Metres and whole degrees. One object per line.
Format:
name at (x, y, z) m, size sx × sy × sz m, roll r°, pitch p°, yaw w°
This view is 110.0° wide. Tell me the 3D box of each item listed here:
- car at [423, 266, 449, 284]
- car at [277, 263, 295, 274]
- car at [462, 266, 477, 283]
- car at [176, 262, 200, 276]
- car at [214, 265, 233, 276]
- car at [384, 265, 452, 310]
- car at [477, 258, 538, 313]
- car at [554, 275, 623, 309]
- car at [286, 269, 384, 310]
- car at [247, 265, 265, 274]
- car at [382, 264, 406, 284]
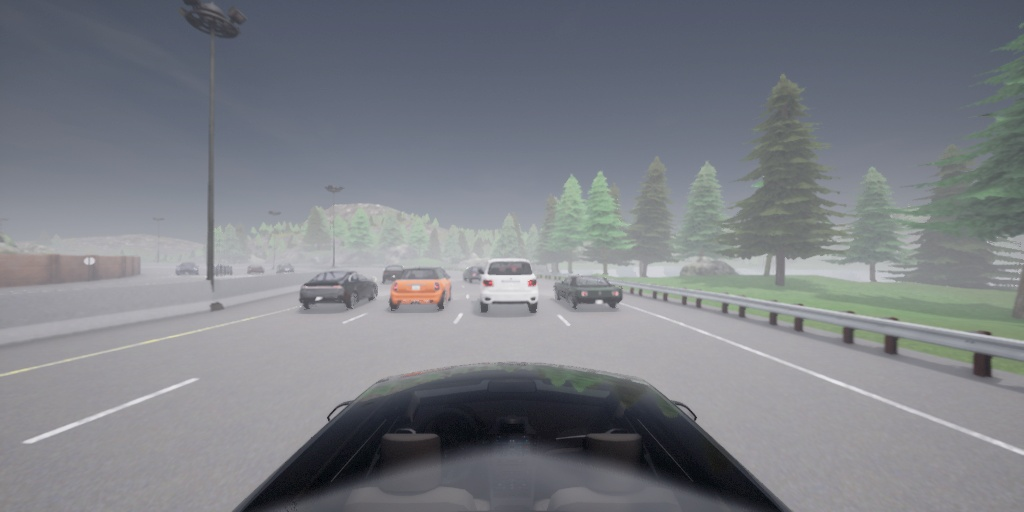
car at (-6.915, 1.648, 32.289) m, size 1.994 × 1.385 × 4.181 m, roll 0°, pitch -1°, yaw -17°
car at (-32.736, 1.788, 51.820) m, size 2.128 × 1.511 × 4.902 m, roll 1°, pitch -1°, yaw -38°
car at (-3.225, 1.631, 32.231) m, size 2.033 × 1.411 × 5.357 m, roll 0°, pitch -1°, yaw -16°
car at (-41.228, 1.580, 45.654) m, size 2.097 × 1.767 × 4.553 m, roll 0°, pitch -1°, yaw -39°
car at (-37.239, 1.799, 46.225) m, size 1.994 × 1.385 × 4.181 m, roll 0°, pitch -1°, yaw -37°
car at (-3.844, 1.254, 15.757) m, size 2.097 × 1.767 × 4.553 m, roll 0°, pitch -1°, yaw -5°
car at (-0.254, 1.122, 15.126) m, size 2.150 × 2.045 × 5.566 m, roll 0°, pitch 0°, yaw -5°
car at (3.169, 1.507, 16.005) m, size 1.895 × 1.301 × 4.718 m, roll 0°, pitch -1°, yaw -5°
car at (-7.340, 1.395, 15.628) m, size 2.128 × 1.511 × 4.902 m, roll 0°, pitch 0°, yaw -5°
car at (-35.490, 1.874, 49.737) m, size 1.895 × 1.301 × 4.718 m, roll 0°, pitch -1°, yaw -38°
car at (-10.513, 1.559, 32.085) m, size 1.882 × 1.535 × 5.008 m, roll 0°, pitch 0°, yaw -17°
